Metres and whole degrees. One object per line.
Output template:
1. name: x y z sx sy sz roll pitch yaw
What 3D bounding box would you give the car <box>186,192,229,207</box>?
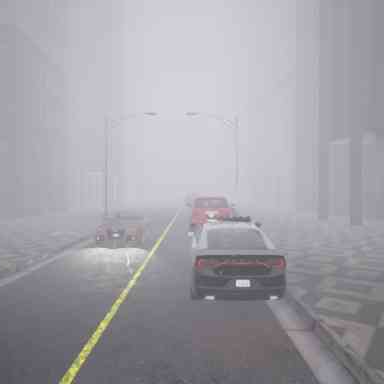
1. car: 0.932 1.208 18.435 2.150 2.045 5.566 0 0 0

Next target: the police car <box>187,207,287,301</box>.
1. police car: 0.914 1.421 8.516 1.930 1.638 5.238 0 0 0

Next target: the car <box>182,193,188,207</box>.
1. car: 0.122 1.131 48.286 2.150 2.045 5.566 0 0 1

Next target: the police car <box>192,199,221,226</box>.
1. police car: 0.944 1.395 24.515 1.930 1.638 5.238 0 0 0

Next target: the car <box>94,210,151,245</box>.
1. car: -3.072 1.552 15.400 1.994 1.385 4.181 0 0 0

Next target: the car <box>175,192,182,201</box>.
1. car: -2.863 1.259 74.218 1.882 1.535 5.008 0 0 0
